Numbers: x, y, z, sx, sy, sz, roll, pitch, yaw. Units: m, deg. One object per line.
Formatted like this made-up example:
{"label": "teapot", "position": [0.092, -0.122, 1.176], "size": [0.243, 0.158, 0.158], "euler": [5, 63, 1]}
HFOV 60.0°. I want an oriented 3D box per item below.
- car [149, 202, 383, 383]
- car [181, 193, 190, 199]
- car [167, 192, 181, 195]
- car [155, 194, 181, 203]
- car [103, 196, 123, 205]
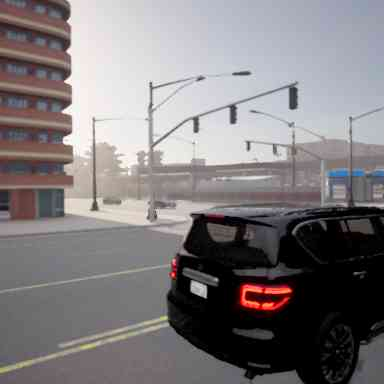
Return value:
{"label": "car", "position": [2.259, 1.205, 5.422], "size": [5.566, 2.045, 2.150], "euler": [0, 0, -36]}
{"label": "car", "position": [0.080, 0.922, 77.564], "size": [3.806, 1.475, 1.970], "euler": [-1, 1, -36]}
{"label": "car", "position": [-3.925, 0.774, 81.754], "size": [4.611, 1.667, 2.242], "euler": [-1, 1, -36]}
{"label": "car", "position": [-3.744, 1.377, 41.914], "size": [1.812, 1.442, 4.674], "euler": [-1, 1, -37]}
{"label": "car", "position": [-13.014, 1.361, 54.219], "size": [1.837, 1.490, 4.892], "euler": [-1, 1, -37]}
